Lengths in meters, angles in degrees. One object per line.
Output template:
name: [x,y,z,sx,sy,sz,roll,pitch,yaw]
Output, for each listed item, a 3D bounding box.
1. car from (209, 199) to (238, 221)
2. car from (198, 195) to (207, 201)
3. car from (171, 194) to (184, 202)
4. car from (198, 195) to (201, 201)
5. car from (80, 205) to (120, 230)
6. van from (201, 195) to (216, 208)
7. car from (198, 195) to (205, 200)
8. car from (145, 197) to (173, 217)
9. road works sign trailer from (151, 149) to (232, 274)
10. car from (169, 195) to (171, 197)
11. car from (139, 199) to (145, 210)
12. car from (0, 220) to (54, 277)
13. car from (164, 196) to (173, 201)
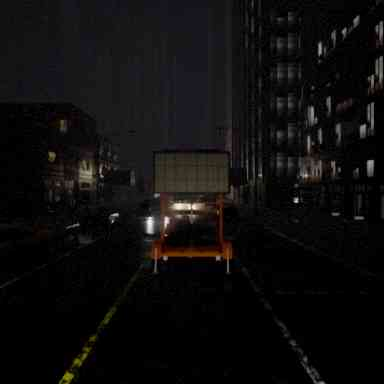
car: [2.669,1.545,26.528,2.008,1.369,4.403,0,0,0]
car: [2.630,1.565,81.770,2.008,1.369,4.403,0,0,0]
car: [-3.050,1.228,73.096,2.150,2.045,5.566,0,0,0]
car: [2.642,1.531,65.367,1.752,1.417,4.829,0,0,0]
car: [-5.707,1.545,20.996,2.008,1.369,4.403,0,0,0]
van: [2.652,1.339,48.625,1.690,1.788,3.998,0,0,0]
car: [2.622,1.548,92.988,1.752,1.417,4.829,0,0,0]
car: [-3.109,1.519,31.952,1.812,1.442,4.674,0,0,0]
road works sign trailer: [-0.007,0.461,10.544,2.380,3.560,2.880,0,0,0]
car: [-5.739,1.446,65.188,1.967,1.590,4.097,0,0,0]
car: [-5.723,1.546,43.092,2.008,1.369,4.403,0,0,0]
car: [-5.699,1.522,9.776,1.752,1.417,4.829,0,0,0]
car: [-5.750,1.597,81.761,1.802,1.307,4.206,0,0,0]
